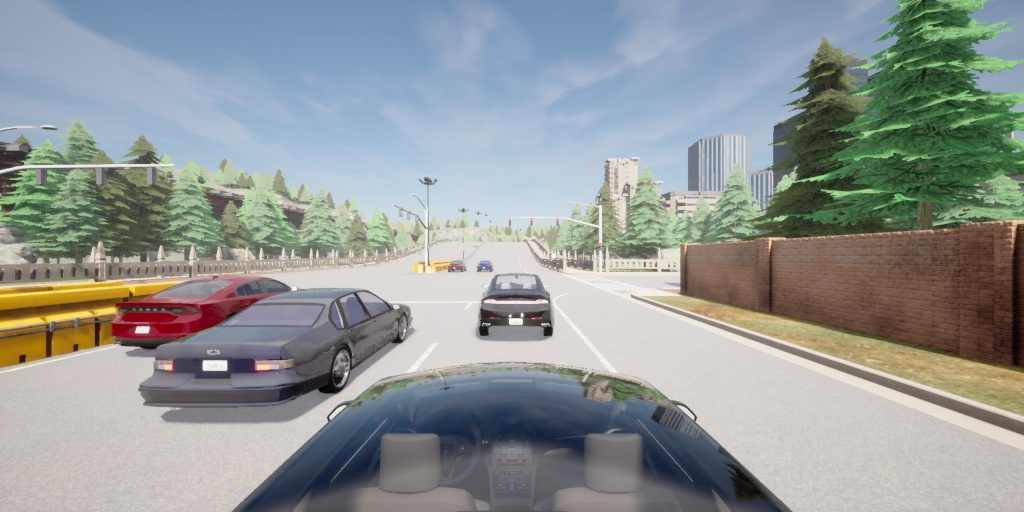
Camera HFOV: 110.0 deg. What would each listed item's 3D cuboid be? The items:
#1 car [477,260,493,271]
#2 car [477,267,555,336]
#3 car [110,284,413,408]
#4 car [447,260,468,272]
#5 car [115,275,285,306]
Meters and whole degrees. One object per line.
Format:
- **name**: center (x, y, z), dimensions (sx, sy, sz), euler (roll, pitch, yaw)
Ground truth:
- **car**: center (-3.391, 1.276, 45.710), dimensions (1.812, 1.442, 4.674), euler (0, 0, 0)
- **car**: center (0.130, 1.242, 10.353), dimensions (2.128, 1.511, 4.902), euler (0, 0, 1)
- **car**: center (-3.398, 1.297, 6.607), dimensions (2.033, 1.411, 5.357), euler (0, 0, 0)
- **car**: center (-6.887, 1.276, 45.304), dimensions (1.812, 1.442, 4.674), euler (0, 0, 0)
- **car**: center (-6.898, 1.228, 9.171), dimensions (1.882, 1.535, 5.008), euler (0, 0, 0)
